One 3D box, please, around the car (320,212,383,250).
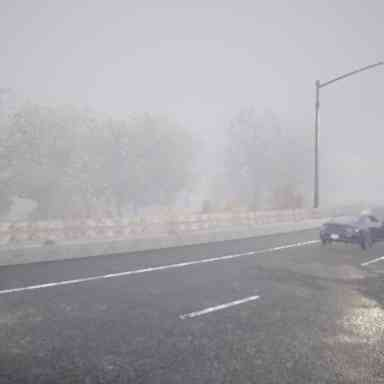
[{"bbox_3d":[7.382,1.632,14.846,4.674,1.442,1.812,1,0,-43],"label":"car"}]
